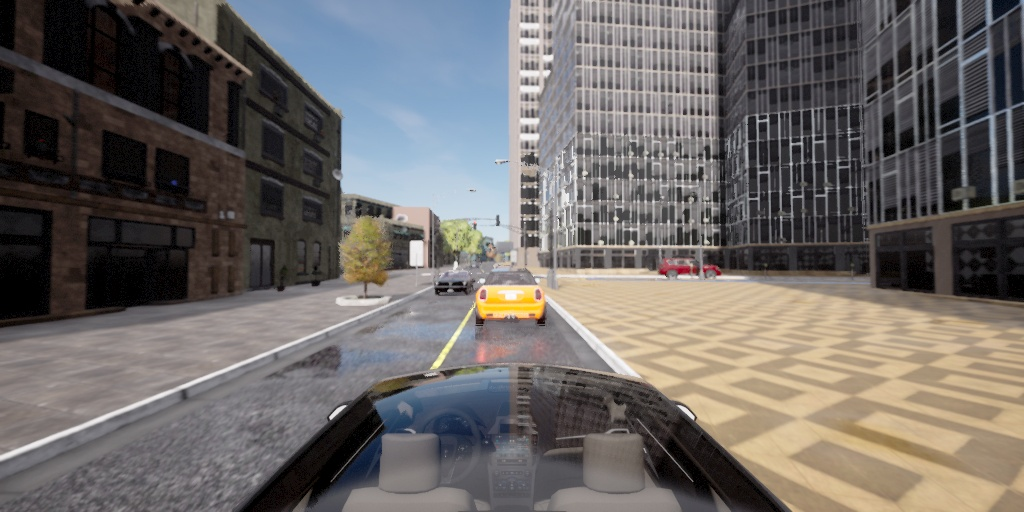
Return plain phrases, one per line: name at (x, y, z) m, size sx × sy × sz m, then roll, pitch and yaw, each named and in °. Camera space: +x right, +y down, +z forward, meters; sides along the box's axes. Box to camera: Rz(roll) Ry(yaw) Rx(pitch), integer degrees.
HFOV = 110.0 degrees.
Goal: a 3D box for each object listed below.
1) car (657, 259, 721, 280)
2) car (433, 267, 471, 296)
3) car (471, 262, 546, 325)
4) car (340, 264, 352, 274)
car at (15.472, 1.142, 31.542) m, size 5.009 × 1.841 × 2.192 m, roll 0°, pitch 0°, yaw 17°
car at (-3.215, 1.490, 20.591) m, size 1.895 × 1.301 × 4.718 m, roll 0°, pitch 0°, yaw -2°
car at (-0.073, 1.181, 12.292) m, size 2.097 × 1.767 × 4.553 m, roll 0°, pitch 0°, yaw -1°
car at (-20.971, 1.621, 43.078) m, size 4.313 × 1.339 × 1.948 m, roll 0°, pitch 0°, yaw 17°
